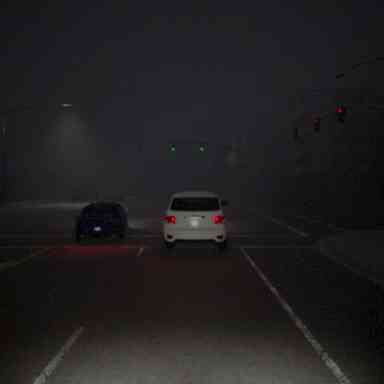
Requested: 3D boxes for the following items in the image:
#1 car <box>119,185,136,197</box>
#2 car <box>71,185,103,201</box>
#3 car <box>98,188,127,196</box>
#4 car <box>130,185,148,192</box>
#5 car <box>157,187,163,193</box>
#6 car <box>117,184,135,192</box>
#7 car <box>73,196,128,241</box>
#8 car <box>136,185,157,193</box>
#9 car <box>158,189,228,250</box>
[{"bbox_3d":[-11.453,0.031,57.629,2.033,1.411,5.357,-1,2,-14],"label":"car"},{"bbox_3d":[-13.446,0.163,42.246,2.150,2.045,5.566,0,2,-1],"label":"car"},{"bbox_3d":[-9.950,0.554,41.763,1.895,1.301,4.718,0,2,0],"label":"car"},{"bbox_3d":[-13.179,-0.877,82.530,2.128,1.511,4.902,-2,2,-45],"label":"car"},{"bbox_3d":[-7.742,-0.448,75.409,1.895,1.301,4.718,-1,2,-32],"label":"car"},{"bbox_3d":[-16.071,-0.945,80.494,2.097,1.767,4.553,-2,2,-45],"label":"car"},{"bbox_3d":[-3.961,1.171,15.013,1.882,1.535,5.008,0,2,-9],"label":"car"},{"bbox_3d":[-10.379,-0.432,73.043,2.033,1.411,5.357,-1,2,-32],"label":"car"},{"bbox_3d":[0.241,0.962,13.180,2.150,2.045,5.566,0,2,3],"label":"car"}]
